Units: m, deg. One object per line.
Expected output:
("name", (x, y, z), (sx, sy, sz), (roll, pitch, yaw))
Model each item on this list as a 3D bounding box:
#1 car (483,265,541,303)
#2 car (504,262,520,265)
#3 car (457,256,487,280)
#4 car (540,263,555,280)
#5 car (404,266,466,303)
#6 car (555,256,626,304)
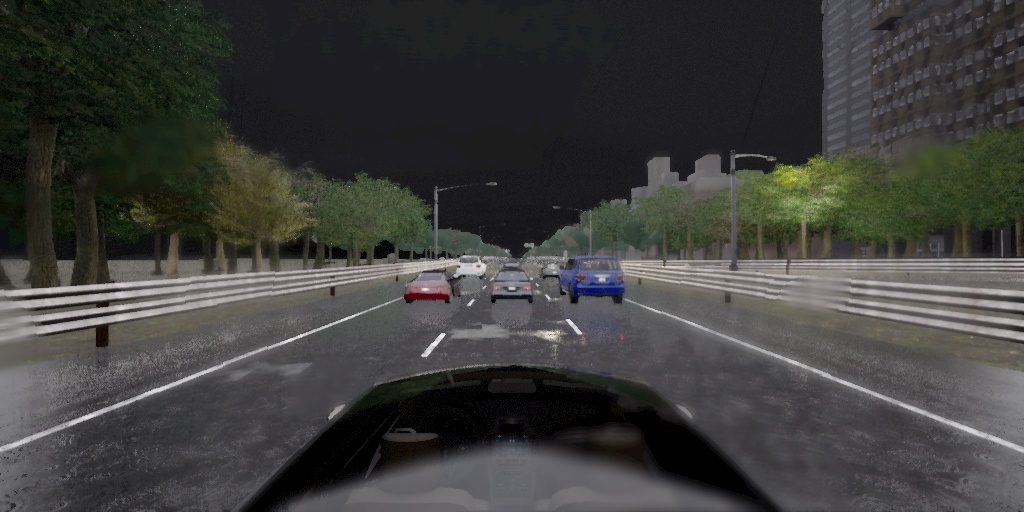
("car", (0.000, 1.313, 16.500), (2.033, 1.411, 5.357), (0, 0, 0))
("car", (0.000, 1.262, 31.500), (1.837, 1.490, 4.892), (0, 0, 0))
("car", (-3.501, 1.003, 31.530), (2.150, 2.045, 5.566), (0, 0, 0))
("car", (3.500, 1.319, 31.500), (1.994, 1.385, 4.181), (0, 0, 0))
("car", (-3.500, 1.322, 16.500), (1.994, 1.385, 4.181), (0, 0, 0))
("car", (3.499, 1.008, 16.531), (2.150, 2.045, 5.566), (0, 0, 0))
